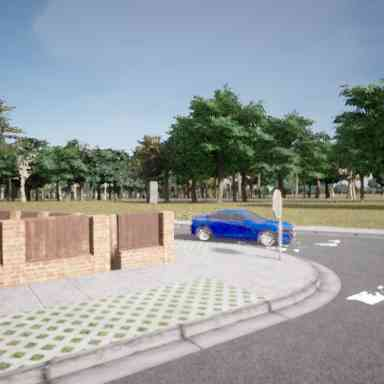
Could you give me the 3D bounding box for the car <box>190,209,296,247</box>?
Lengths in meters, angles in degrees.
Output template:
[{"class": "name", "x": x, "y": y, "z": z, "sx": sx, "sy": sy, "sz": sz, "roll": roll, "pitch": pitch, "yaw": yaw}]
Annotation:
[{"class": "car", "x": 2.270, "y": 1.566, "z": 15.598, "sx": 5.008, "sy": 1.535, "sz": 1.882, "roll": 0, "pitch": 0, "yaw": 31}]
